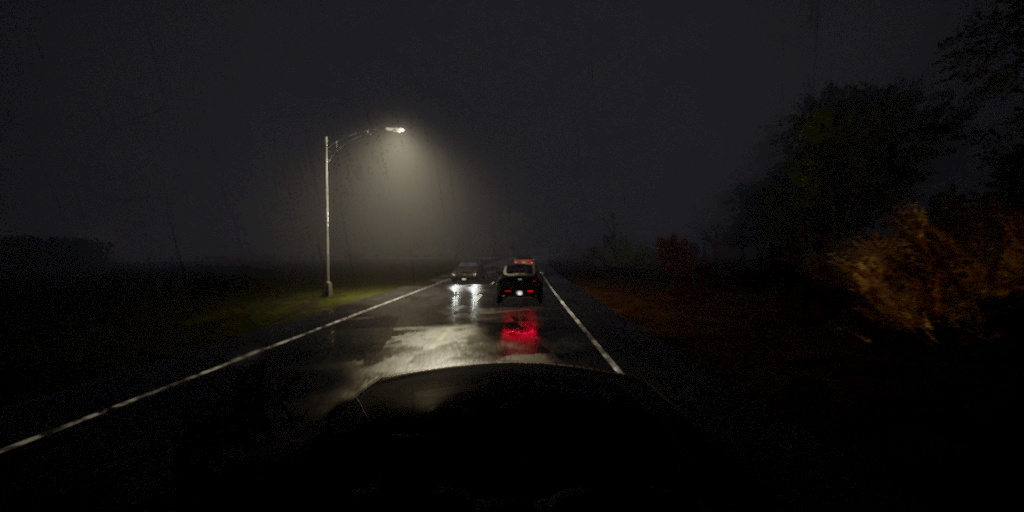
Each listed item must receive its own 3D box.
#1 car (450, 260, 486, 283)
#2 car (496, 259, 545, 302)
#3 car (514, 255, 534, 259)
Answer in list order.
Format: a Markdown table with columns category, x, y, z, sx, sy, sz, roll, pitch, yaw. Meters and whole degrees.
| category | x | y | z | sx | sy | sz | roll | pitch | yaw |
| --- | --- | --- | --- | --- | --- | --- | --- | --- | --- |
| car | -2.893 | 1.014 | 24.890 | 2.033 | 1.411 | 5.357 | 0 | 1 | 2 |
| car | 0.359 | 1.074 | 15.776 | 1.837 | 1.490 | 4.892 | 0 | 1 | 2 |
| car | 1.243 | 0.635 | 36.533 | 2.097 | 1.767 | 4.553 | 0 | 1 | 3 |
